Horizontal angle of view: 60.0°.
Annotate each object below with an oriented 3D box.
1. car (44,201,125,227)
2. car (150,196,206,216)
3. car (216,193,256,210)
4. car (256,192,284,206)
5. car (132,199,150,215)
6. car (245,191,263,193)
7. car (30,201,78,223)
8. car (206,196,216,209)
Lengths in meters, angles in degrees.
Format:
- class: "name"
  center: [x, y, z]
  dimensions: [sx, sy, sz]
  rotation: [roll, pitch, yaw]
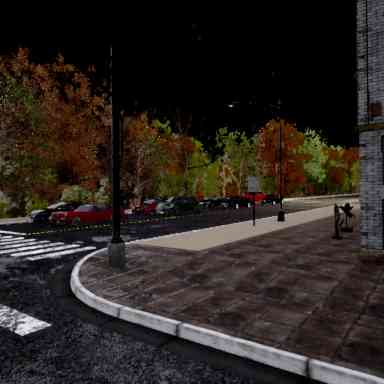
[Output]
- class: "car"
  center: [-6.778, 1.467, 21.824]
  dimensions: [1.895, 1.301, 4.718]
  rotation: [-1, 0, 36]
- class: "car"
  center: [-1.180, 1.121, 29.449]
  dimensions: [2.097, 1.767, 4.553]
  rotation: [-1, 0, 36]
- class: "car"
  center: [5.058, 1.166, 37.916]
  dimensions: [1.837, 1.490, 4.892]
  rotation: [-1, 0, 36]
- class: "car"
  center: [11.129, 1.061, 46.103]
  dimensions: [1.837, 1.490, 4.892]
  rotation: [-1, 0, 37]
- class: "car"
  center: [-3.672, 1.375, 31.540]
  dimensions: [1.994, 1.385, 4.181]
  rotation: [-1, 0, 36]
- class: "car"
  center: [8.726, 0.818, 48.320]
  dimensions: [2.150, 2.045, 5.566]
  rotation: [-1, 0, 37]
- class: "car"
  center: [-9.151, 1.412, 24.093]
  dimensions: [1.837, 1.490, 4.892]
  rotation: [-1, 0, 36]
- class: "car"
  center: [2.532, 1.195, 39.968]
  dimensions: [2.128, 1.511, 4.902]
  rotation: [-1, 0, 36]
